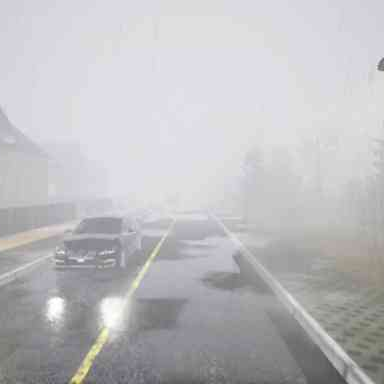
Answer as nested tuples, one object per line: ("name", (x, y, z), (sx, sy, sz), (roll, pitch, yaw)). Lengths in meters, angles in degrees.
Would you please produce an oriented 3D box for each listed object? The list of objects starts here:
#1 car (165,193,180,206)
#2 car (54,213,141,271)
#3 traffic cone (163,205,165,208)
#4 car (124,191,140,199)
("car", (-3.264, 1.208, 54.232), (2.150, 2.045, 5.566), (0, 1, -5))
("car", (-2.851, 1.505, 10.972), (1.837, 1.490, 4.892), (0, 0, 0))
("traffic cone", (-3.854, 1.955, 45.533), (0.340, 0.580, 0.340), (0, 0, 0))
("car", (-15.659, 0.771, 86.322), (2.150, 2.045, 5.566), (0, 1, -41))
